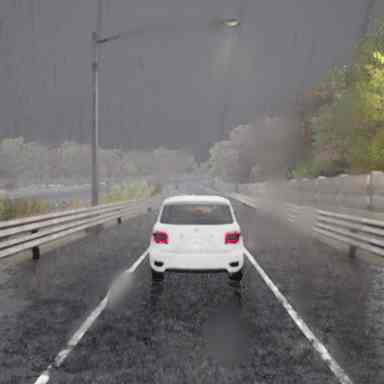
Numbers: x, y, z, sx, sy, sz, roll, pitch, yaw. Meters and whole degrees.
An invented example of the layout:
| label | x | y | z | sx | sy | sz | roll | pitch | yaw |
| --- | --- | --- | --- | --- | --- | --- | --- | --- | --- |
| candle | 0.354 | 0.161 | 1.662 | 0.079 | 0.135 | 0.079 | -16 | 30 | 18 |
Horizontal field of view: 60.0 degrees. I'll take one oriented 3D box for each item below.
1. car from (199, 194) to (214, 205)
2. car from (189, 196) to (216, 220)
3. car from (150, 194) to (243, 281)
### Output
| label | x | y | z | sx | sy | sz | roll | pitch | yaw |
| --- | --- | --- | --- | --- | --- | --- | --- | --- | --- |
| car | 2.130 | 1.045 | 46.877 | 2.033 | 1.411 | 5.357 | 0 | 1 | 4 |
| car | 0.877 | 1.186 | 25.914 | 1.882 | 1.535 | 5.008 | 0 | 1 | 3 |
| car | 0.144 | 1.094 | 9.619 | 2.150 | 2.045 | 5.566 | 0 | 1 | 1 |
